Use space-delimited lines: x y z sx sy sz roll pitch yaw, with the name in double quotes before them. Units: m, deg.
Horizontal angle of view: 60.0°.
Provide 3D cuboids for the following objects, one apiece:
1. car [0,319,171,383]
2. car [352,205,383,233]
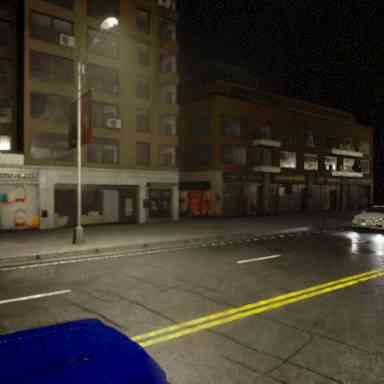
"car" -2.309 1.601 1.792 4.718 1.301 1.895 0 0 -36
"car" 11.414 1.520 19.757 4.674 1.442 1.812 0 0 -35
